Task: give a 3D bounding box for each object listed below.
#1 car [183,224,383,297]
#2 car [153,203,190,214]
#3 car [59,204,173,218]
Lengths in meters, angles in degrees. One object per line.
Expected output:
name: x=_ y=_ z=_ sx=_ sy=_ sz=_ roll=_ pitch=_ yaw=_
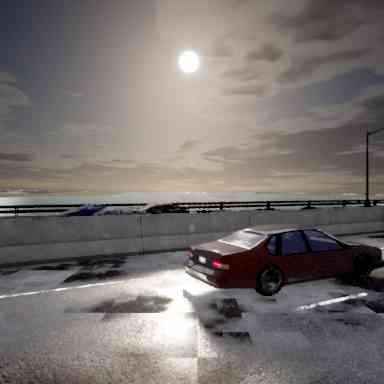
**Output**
car: x=2.468 y=1.547 z=8.483 sx=5.357 sy=1.411 sz=2.033 roll=0 pitch=0 yaw=-27
car: x=-2.417 y=1.503 z=21.948 sx=4.892 sy=1.490 sz=1.837 roll=0 pitch=0 yaw=-28
car: x=-3.989 y=1.545 z=17.163 sx=5.357 sy=1.411 sz=2.033 roll=0 pitch=0 yaw=-28
